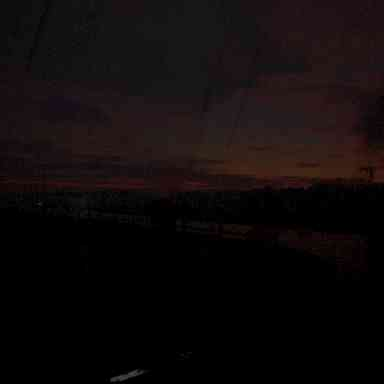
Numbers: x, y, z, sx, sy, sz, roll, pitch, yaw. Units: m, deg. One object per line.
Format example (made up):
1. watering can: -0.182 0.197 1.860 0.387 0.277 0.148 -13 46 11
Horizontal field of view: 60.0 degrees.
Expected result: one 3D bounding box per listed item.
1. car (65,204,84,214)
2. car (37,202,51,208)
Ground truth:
1. car: -17.973 2.514 50.711 2.128 1.511 4.902 0 -1 -34
2. car: -35.756 3.273 81.453 2.033 1.411 5.357 0 -1 -34
